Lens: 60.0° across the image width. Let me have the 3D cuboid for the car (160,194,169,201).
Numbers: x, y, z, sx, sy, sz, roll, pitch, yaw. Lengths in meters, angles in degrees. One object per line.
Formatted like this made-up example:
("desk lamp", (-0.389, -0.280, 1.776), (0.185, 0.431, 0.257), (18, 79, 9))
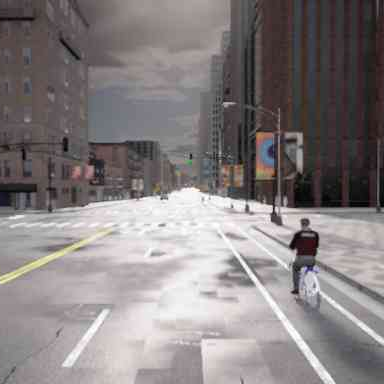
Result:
("car", (-6.509, 1.296, 78.920), (1.837, 1.490, 4.892), (0, 0, 0))

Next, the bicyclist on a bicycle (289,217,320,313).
("bicyclist on a bicycle", (2.249, 1.381, 6.813), (0.659, 1.776, 1.843), (0, 0, 0))

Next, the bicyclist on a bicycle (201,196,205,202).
("bicyclist on a bicycle", (2.318, 1.602, 71.239), (0.866, 1.612, 1.509), (0, 0, -1))
